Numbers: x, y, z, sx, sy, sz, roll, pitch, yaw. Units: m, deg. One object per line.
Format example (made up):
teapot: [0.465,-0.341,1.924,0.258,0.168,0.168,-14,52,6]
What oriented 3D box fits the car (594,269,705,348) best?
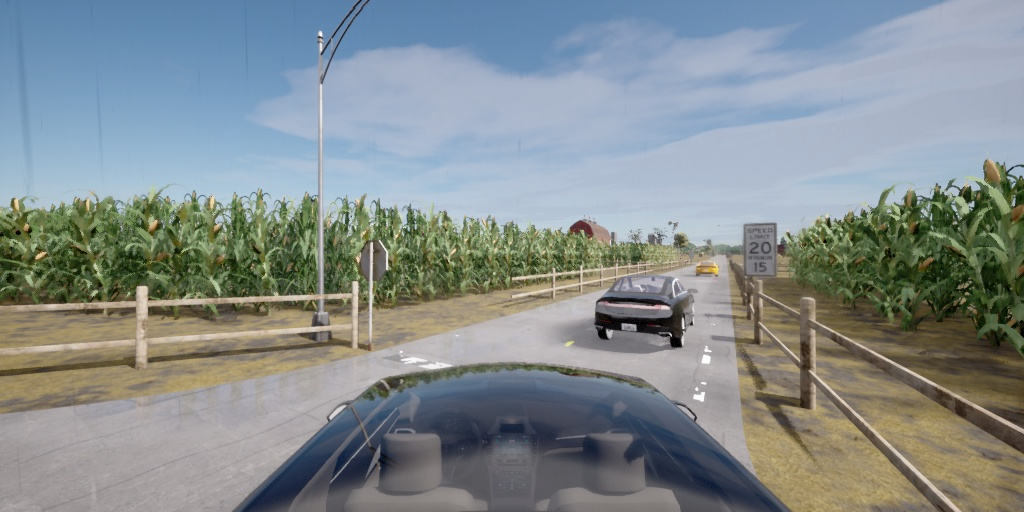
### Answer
car: [3.638,1.244,9.410,2.128,1.511,4.902,0,0,31]

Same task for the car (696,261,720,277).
car: [19.732,1.244,36.181,1.882,1.535,5.008,0,0,31]
